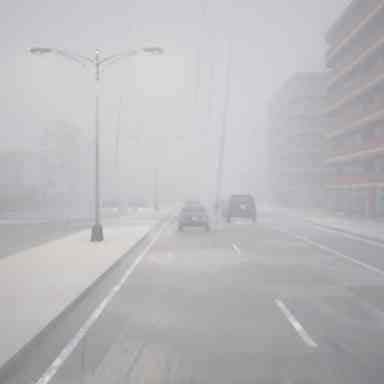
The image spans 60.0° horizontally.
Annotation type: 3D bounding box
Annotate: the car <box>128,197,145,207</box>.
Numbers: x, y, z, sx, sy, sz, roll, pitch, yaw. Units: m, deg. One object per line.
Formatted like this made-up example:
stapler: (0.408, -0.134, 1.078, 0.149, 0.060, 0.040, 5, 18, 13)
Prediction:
car: (-8.034, 1.447, 48.614, 1.812, 1.442, 4.674, 0, 0, 1)

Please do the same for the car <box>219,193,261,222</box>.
car: (3.556, 1.182, 25.658, 2.150, 2.045, 5.566, 0, 0, 1)

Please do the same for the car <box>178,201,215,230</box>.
car: (0.105, 1.514, 20.830, 2.033, 1.411, 5.357, 0, 0, 0)

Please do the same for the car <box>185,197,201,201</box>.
car: (0.110, 1.421, 43.808, 2.128, 1.511, 4.902, 0, 0, 0)

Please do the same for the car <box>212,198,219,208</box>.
car: (3.591, 1.495, 42.968, 1.994, 1.385, 4.181, 0, 0, 0)

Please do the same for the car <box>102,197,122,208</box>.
car: (-11.537, 1.400, 48.207, 1.882, 1.535, 5.008, 0, 0, 1)
